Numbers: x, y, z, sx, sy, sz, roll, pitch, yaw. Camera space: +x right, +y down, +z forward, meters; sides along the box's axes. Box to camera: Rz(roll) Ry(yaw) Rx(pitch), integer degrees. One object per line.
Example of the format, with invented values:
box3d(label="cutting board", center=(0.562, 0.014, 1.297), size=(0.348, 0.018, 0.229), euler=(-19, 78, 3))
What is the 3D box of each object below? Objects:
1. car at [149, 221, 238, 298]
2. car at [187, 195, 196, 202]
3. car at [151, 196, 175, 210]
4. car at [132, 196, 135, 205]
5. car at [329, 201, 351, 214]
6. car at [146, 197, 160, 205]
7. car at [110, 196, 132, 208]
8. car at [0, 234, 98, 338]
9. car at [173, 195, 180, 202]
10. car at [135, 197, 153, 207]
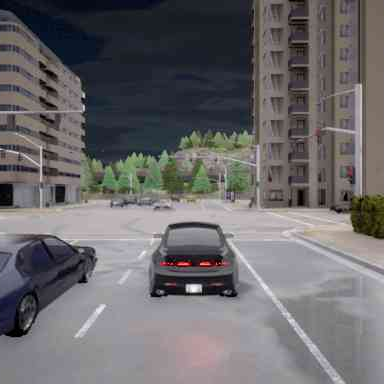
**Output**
box3d(label="car", center=(0.043, 1.506, 8.509), size=(1.837, 1.490, 4.892), euler=(0, 0, 0))
box3d(label="car", center=(-0.183, 1.478, 73.808), size=(1.882, 1.535, 5.008), euler=(0, 0, 0))
box3d(label="car", center=(-3.673, 1.601, 43.297), size=(1.895, 1.301, 4.718), euler=(0, 0, 2))
box3d(label="car", center=(-10.720, 1.505, 58.236), size=(1.837, 1.490, 4.892), euler=(0, 0, 0))
box3d(label="car", center=(17.258, 1.547, 34.548), size=(5.357, 1.411, 2.033), euler=(0, 0, 0))
box3d(label="car", center=(-7.222, 1.564, 61.844), size=(1.994, 1.385, 4.181), euler=(0, 0, 0))
box3d(label="car", center=(-10.719, 1.491, 48.963), size=(2.128, 1.511, 4.902), euler=(0, 0, 0))
box3d(label="car", center=(-3.466, 1.548, 6.552), size=(2.033, 1.411, 5.357), euler=(0, 0, 0))
box3d(label="car", center=(-3.683, 1.500, 73.801), size=(1.837, 1.490, 4.892), euler=(0, 0, 0))
box3d(label="car", center=(-7.223, 1.526, 51.931), size=(1.812, 1.442, 4.674), euler=(0, 0, -1))
